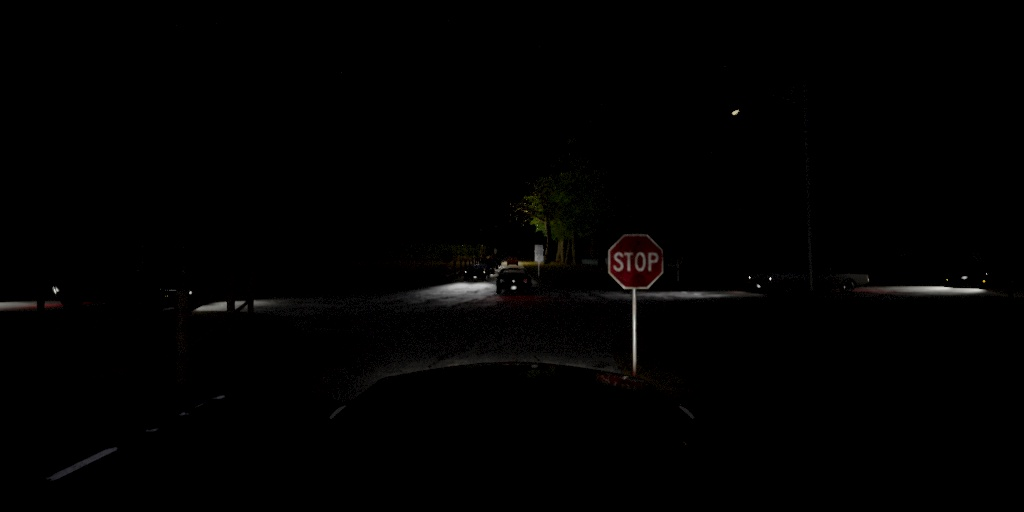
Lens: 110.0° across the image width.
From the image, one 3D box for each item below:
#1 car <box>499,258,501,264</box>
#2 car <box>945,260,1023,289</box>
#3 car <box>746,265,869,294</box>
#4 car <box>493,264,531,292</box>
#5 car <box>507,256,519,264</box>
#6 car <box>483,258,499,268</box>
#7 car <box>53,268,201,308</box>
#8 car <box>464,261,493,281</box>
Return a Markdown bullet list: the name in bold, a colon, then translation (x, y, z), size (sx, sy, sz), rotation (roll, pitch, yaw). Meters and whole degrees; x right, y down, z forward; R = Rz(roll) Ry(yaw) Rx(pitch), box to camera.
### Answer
- **car**: translation (-2.826, 1.065, 49.442), size (1.837, 1.490, 4.892), rotation (0, 1, 0)
- **car**: translation (24.138, 0.825, 17.562), size (4.181, 1.385, 1.994), rotation (-2, -1, 0)
- **car**: translation (14.248, 1.119, 17.535), size (4.718, 1.301, 1.895), rotation (-1, -1, 0)
- **car**: translation (0.091, 1.343, 21.048), size (1.895, 1.301, 4.718), rotation (0, 0, 0)
- **car**: translation (0.106, 0.909, 61.669), size (1.882, 1.535, 5.008), rotation (0, 1, 0)
- **car**: translation (-2.842, 1.195, 39.606), size (2.033, 1.411, 5.357), rotation (0, 0, 0)
- **car**: translation (-15.369, 1.250, 14.461), size (4.892, 1.490, 1.837), rotation (0, -1, 1)
- **car**: translation (-2.845, 1.307, 29.818), size (1.895, 1.301, 4.718), rotation (0, 0, 0)
